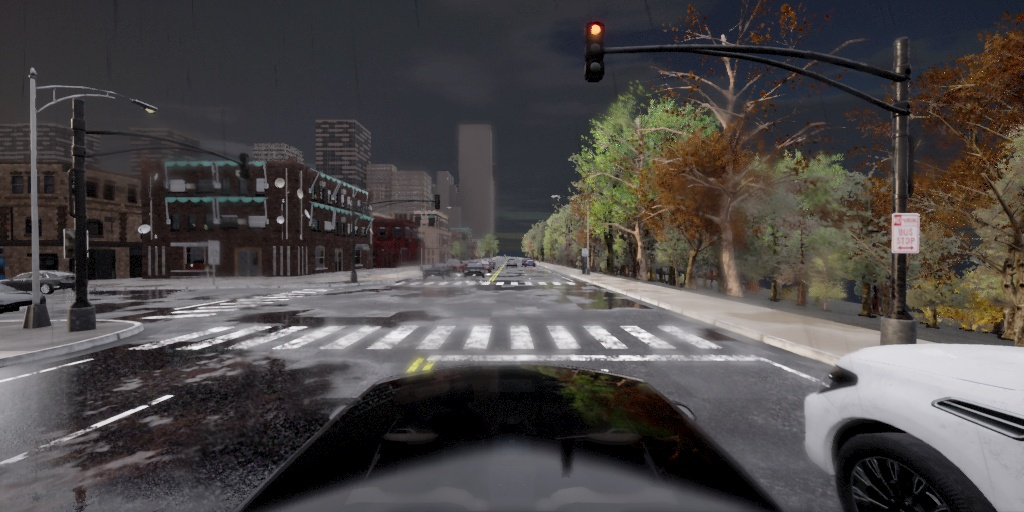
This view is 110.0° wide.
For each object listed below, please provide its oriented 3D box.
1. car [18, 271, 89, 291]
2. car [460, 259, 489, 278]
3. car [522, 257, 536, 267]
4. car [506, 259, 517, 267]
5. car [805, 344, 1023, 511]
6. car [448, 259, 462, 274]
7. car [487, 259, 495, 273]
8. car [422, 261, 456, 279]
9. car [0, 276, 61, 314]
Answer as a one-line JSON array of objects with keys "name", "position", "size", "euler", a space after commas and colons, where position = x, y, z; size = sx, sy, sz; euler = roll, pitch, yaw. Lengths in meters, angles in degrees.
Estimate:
[{"name": "car", "position": [-28.326, 1.560, 21.616], "size": [4.403, 1.370, 2.007], "euler": [0, 0, 0]}, {"name": "car", "position": [-3.446, 1.287, 33.865], "size": [2.033, 1.411, 5.357], "euler": [0, 0, -4]}, {"name": "car", "position": [3.204, 1.252, 64.077], "size": [1.812, 1.442, 4.674], "euler": [0, 0, 0]}, {"name": "car", "position": [-0.054, 1.290, 64.107], "size": [1.994, 1.385, 4.181], "euler": [0, 0, 0]}, {"name": "car", "position": [3.356, 0.972, 0.374], "size": [2.150, 2.045, 5.566], "euler": [0, 0, 0]}, {"name": "car", "position": [-6.681, 1.089, 41.560], "size": [2.097, 1.767, 4.553], "euler": [0, 0, 0]}, {"name": "car", "position": [-3.434, 1.262, 43.328], "size": [1.812, 1.442, 4.674], "euler": [0, 0, 0]}, {"name": "car", "position": [-6.678, 1.341, 32.475], "size": [1.895, 1.301, 4.718], "euler": [0, 0, 0]}, {"name": "car", "position": [-19.973, 1.565, 13.123], "size": [4.313, 1.339, 1.948], "euler": [0, 0, 0]}]
